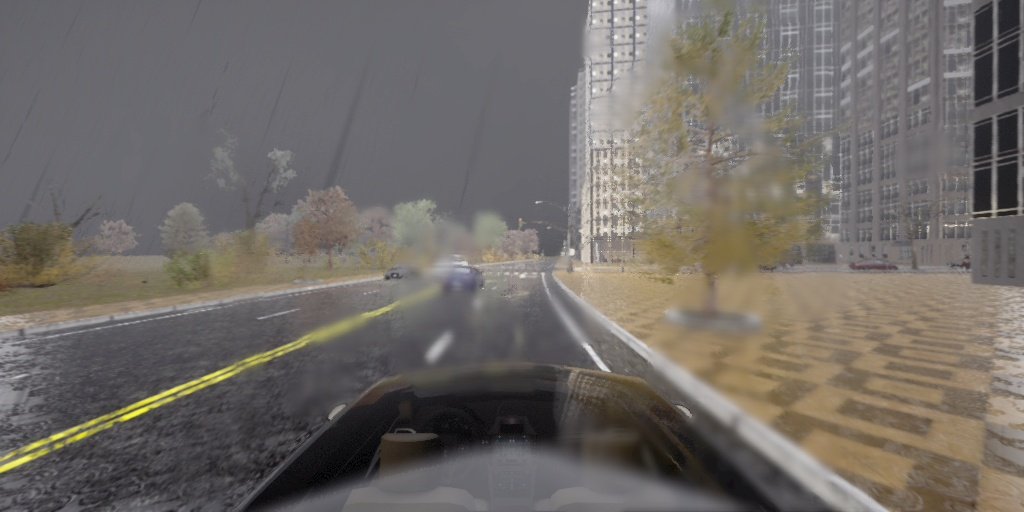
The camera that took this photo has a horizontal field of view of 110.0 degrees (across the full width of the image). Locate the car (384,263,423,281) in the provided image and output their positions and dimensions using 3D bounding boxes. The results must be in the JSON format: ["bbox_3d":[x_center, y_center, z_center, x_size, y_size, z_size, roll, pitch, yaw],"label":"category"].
[{"bbox_3d":[-8.785,1.300,29.367,1.994,1.385,4.181,0,0,5],"label":"car"}]

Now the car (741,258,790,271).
[{"bbox_3d":[29.336,1.110,42.000,4.313,1.339,1.948,0,0,9],"label":"car"}]

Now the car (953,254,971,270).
[{"bbox_3d":[51.834,0.709,38.597,5.009,1.841,2.192,0,0,9],"label":"car"}]

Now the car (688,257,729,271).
[{"bbox_3d":[23.706,1.022,42.811,4.097,1.591,1.967,0,0,9],"label":"car"}]

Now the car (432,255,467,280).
[{"bbox_3d":[-5.320,0.964,31.866,2.150,2.045,5.566,0,0,5],"label":"car"}]

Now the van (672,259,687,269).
[{"bbox_3d":[25.039,0.889,51.331,3.998,1.789,1.690,0,0,9],"label":"van"}]

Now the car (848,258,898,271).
[{"bbox_3d":[40.590,1.051,40.331,4.207,1.307,1.802,0,0,9],"label":"car"}]

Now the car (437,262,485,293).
[{"bbox_3d":[-2.664,1.271,20.498,1.812,1.442,4.674,0,0,3],"label":"car"}]

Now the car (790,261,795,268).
[{"bbox_3d":[36.266,1.018,49.487,4.507,1.381,1.888,0,0,9],"label":"car"}]
